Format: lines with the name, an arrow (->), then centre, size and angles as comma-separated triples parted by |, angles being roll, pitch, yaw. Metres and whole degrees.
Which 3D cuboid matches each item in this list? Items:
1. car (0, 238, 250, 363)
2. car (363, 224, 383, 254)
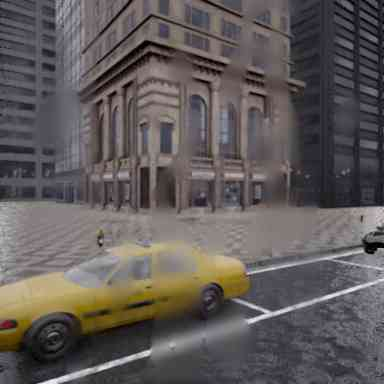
car -> -1.116, 1.535, 5.856 | 4.829, 1.417, 1.752 | 0, 0, -35
car -> 8.210, 1.623, 12.502 | 4.313, 1.339, 1.947 | 0, 0, -35
